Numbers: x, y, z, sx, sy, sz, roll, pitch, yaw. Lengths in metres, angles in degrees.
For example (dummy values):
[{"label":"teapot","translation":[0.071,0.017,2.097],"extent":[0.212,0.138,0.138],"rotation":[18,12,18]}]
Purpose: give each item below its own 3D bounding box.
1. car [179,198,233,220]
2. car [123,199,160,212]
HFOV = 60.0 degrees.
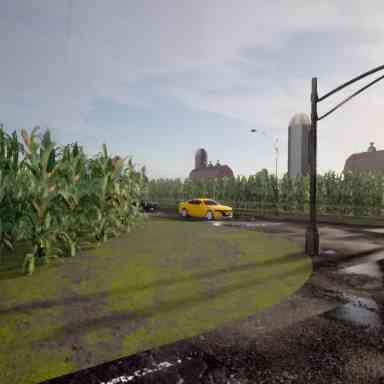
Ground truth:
[{"label":"car","translation":[1.007,1.279,25.976],"extent":[1.882,1.535,5.008],"rotation":[2,0,-38]},{"label":"car","translation":[-5.173,1.322,33.915],"extent":[1.895,1.301,4.718],"rotation":[2,0,-38]}]
